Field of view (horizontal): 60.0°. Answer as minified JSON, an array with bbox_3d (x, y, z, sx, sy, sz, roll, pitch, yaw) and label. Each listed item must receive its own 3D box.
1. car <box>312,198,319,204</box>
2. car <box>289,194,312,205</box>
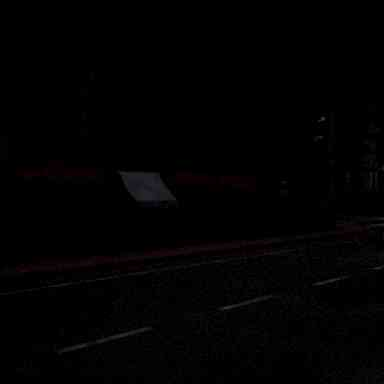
[{"bbox_3d":[20.957,1.368,60.501,1.905,1.878,3.866,0,0,-36],"label":"car"},{"bbox_3d":[18.566,1.354,58.789,1.905,1.878,3.866,0,0,-36],"label":"car"}]
